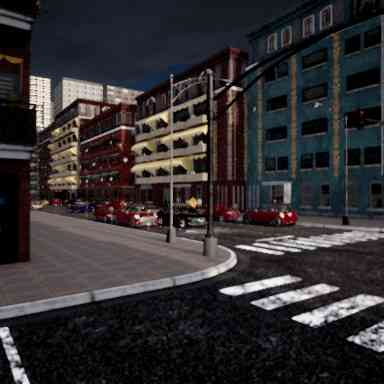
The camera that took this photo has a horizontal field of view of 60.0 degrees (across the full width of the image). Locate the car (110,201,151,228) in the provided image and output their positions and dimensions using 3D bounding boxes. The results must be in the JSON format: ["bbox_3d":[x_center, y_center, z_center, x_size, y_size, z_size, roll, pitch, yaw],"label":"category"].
[{"bbox_3d":[-4.084,1.685,24.256,1.967,1.590,4.097,-1,0,-35],"label":"car"}]

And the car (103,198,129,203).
[{"bbox_3d":[-10.320,1.839,46.989,2.192,1.841,5.009,-1,0,-35],"label":"car"}]

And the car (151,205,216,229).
[{"bbox_3d":[-0.733,1.722,23.776,1.837,1.490,4.892,0,-1,-35],"label":"car"}]

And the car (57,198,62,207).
[{"bbox_3d":[-26.175,2.413,69.751,2.008,1.369,4.403,-1,0,-35],"label":"car"}]

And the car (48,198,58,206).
[{"bbox_3d":[-32.523,2.312,78.858,2.192,1.841,5.009,-1,0,-35],"label":"car"}]

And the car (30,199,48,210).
[{"bbox_3d":[-26.287,2.161,56.125,1.967,1.590,4.097,-1,0,-35],"label":"car"}]

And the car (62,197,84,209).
[{"bbox_3d":[-19.420,1.894,55.585,2.150,2.045,5.566,0,-1,-35],"label":"car"}]

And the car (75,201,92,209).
[{"bbox_3d":[-19.831,2.310,60.646,1.802,1.307,4.206,-1,0,-35],"label":"car"}]

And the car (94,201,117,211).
[{"bbox_3d":[-13.488,2.143,51.541,2.008,1.369,4.403,-1,0,-35],"label":"car"}]

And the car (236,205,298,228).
[{"bbox_3d":[5.548,1.623,24.231,1.967,1.590,4.097,-1,0,-35],"label":"car"}]

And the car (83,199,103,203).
[{"bbox_3d":[-13.495,2.051,47.161,1.837,1.490,4.892,0,-1,-34],"label":"car"}]

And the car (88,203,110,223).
[{"bbox_3d":[-7.254,1.895,28.808,1.802,1.307,4.206,-1,0,-35],"label":"car"}]

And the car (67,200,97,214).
[{"bbox_3d":[-14.412,2.114,43.466,1.895,1.301,4.718,0,-1,-34],"label":"car"}]

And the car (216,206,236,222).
[{"bbox_3d":[2.375,1.833,28.781,1.802,1.307,4.206,-1,0,-35],"label":"car"}]
